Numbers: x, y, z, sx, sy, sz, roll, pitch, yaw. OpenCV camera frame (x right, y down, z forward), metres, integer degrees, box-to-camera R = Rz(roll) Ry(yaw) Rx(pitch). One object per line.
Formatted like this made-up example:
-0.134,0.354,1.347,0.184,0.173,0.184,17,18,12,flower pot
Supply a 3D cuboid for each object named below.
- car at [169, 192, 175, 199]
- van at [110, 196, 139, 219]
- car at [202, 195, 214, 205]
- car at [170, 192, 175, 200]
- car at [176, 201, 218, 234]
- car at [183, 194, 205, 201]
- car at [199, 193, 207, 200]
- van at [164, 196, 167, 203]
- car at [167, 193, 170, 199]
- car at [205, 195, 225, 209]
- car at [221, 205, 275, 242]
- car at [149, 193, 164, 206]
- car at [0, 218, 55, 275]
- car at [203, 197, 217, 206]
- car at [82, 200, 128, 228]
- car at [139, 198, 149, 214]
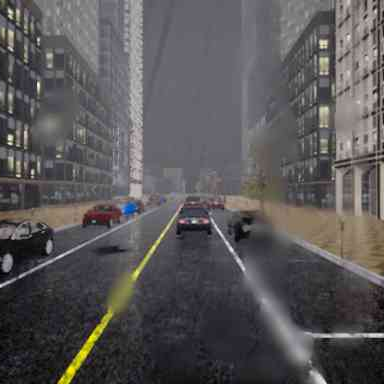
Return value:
-5.687,0.941,95.413,1.690,1.788,3.998,0,0,0,car
-5.686,1.236,27.213,1.690,1.788,3.998,0,0,0,van
2.693,1.299,55.830,1.752,1.417,4.829,0,0,0,car
-5.688,1.175,83.964,1.752,1.417,4.829,0,0,0,car
0.100,1.476,18.494,2.033,1.411,5.357,0,0,0,car
0.100,1.205,37.276,2.097,1.767,4.553,0,0,0,car
2.693,1.089,84.119,1.967,1.590,4.097,0,0,0,car
-5.686,1.116,55.674,1.690,1.788,3.998,0,0,0,van
-5.688,1.316,61.367,1.947,1.339,4.313,0,0,0,car
2.694,1.288,38.583,1.967,1.590,4.097,0,0,0,car
2.694,1.505,15.817,1.947,1.339,4.313,0,0,0,car
-5.687,1.240,49.981,1.967,1.590,4.097,0,0,0,car
-5.687,1.512,10.137,2.008,1.369,4.403,0,0,0,car
2.693,1.381,49.968,1.802,1.307,4.206,0,0,0,car
-5.687,1.462,21.522,1.887,1.381,4.507,0,0,0,car
-5.687,1.453,32.907,1.802,1.307,4.206,0,0,0,car
